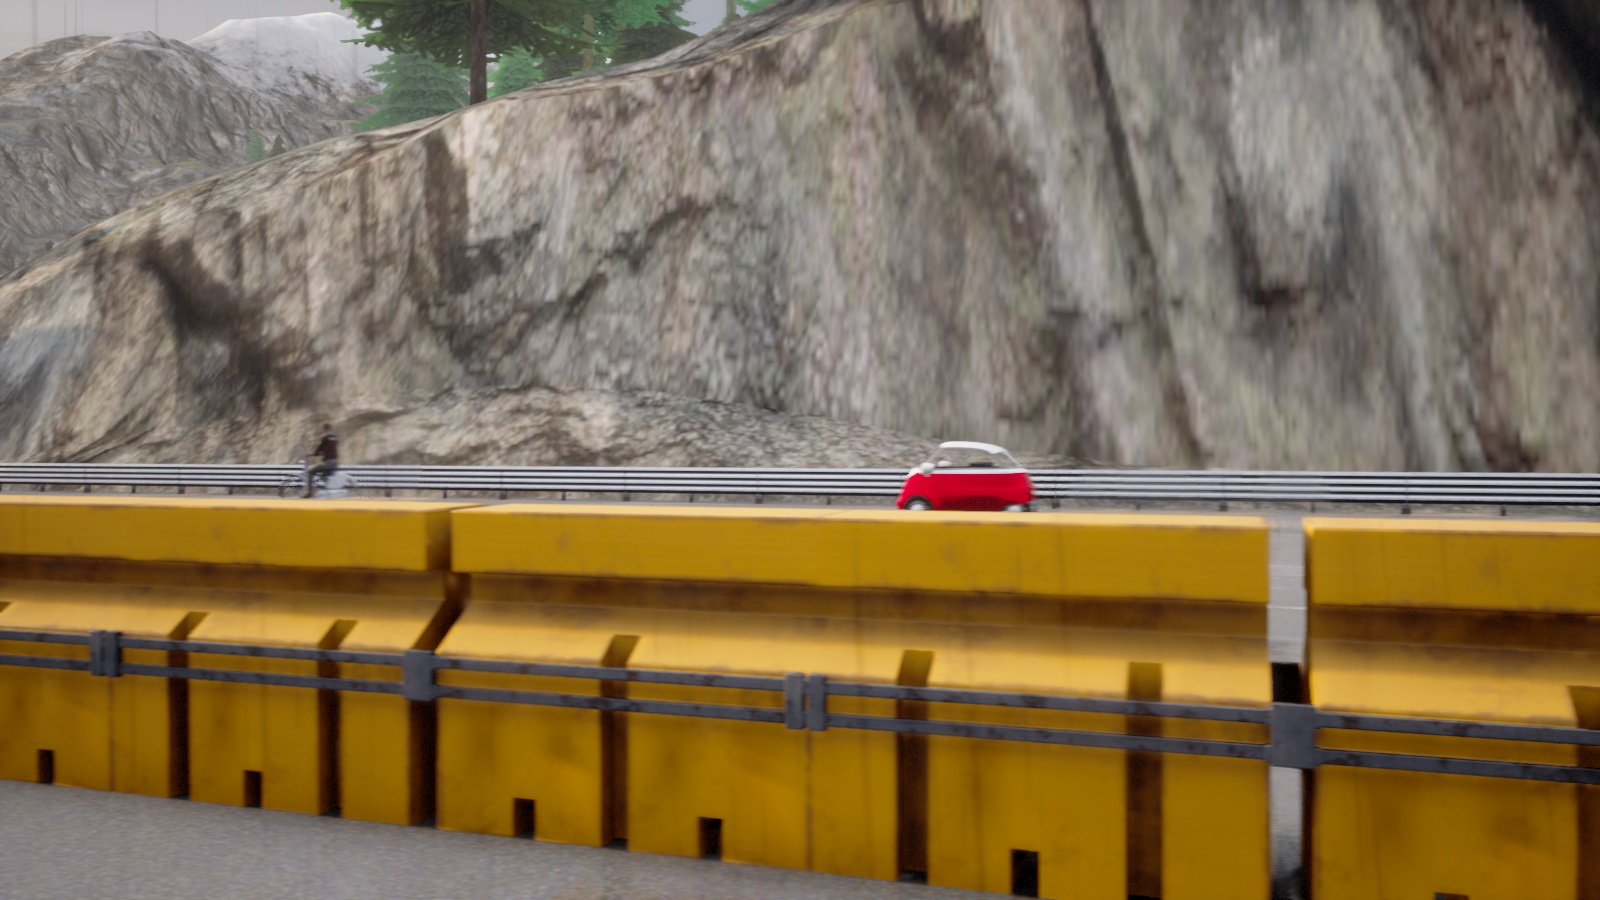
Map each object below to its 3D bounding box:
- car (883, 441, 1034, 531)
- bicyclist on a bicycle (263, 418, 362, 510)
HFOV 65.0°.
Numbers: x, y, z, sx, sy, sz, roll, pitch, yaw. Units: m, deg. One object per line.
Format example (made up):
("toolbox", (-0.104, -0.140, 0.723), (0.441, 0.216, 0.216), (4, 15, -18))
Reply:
("car", (2.642, 0.559, 20.768), (2.207, 1.376, 1.481), (1, 1, 19))
("bicyclist on a bicycle", (-9.675, 0.262, 24.913), (1.843, 1.776, 0.659), (1, 1, 19))
